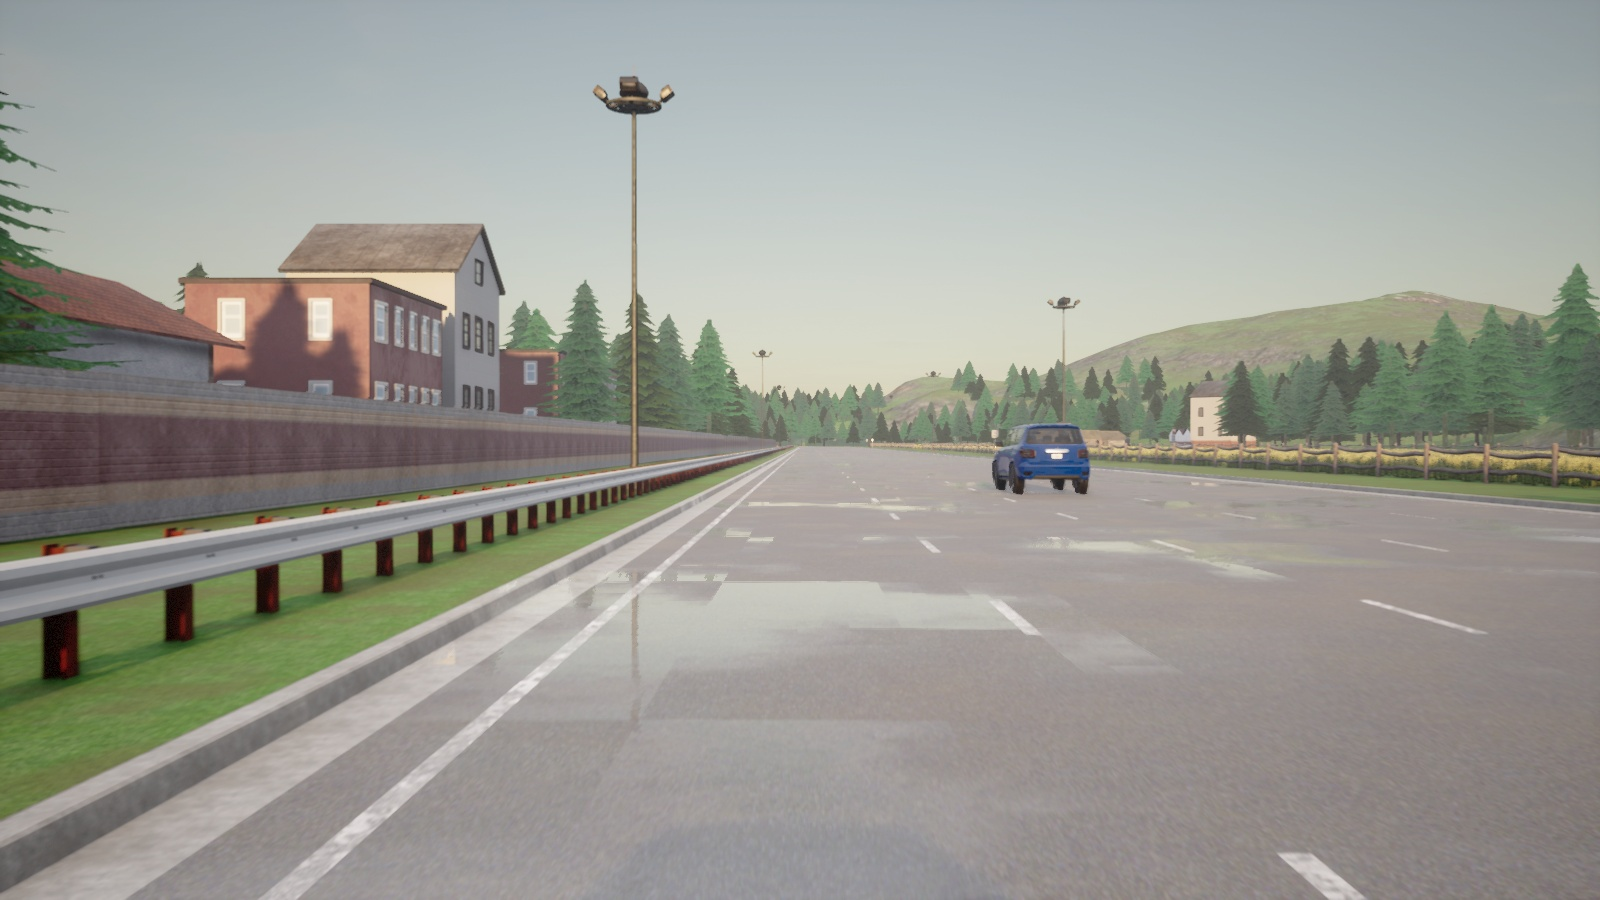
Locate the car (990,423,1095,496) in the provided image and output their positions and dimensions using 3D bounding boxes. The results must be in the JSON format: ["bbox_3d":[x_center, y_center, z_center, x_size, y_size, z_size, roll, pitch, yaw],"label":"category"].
[{"bbox_3d":[7.235,0.257,38.078,2.150,2.045,5.566,0,0,0],"label":"car"}]
